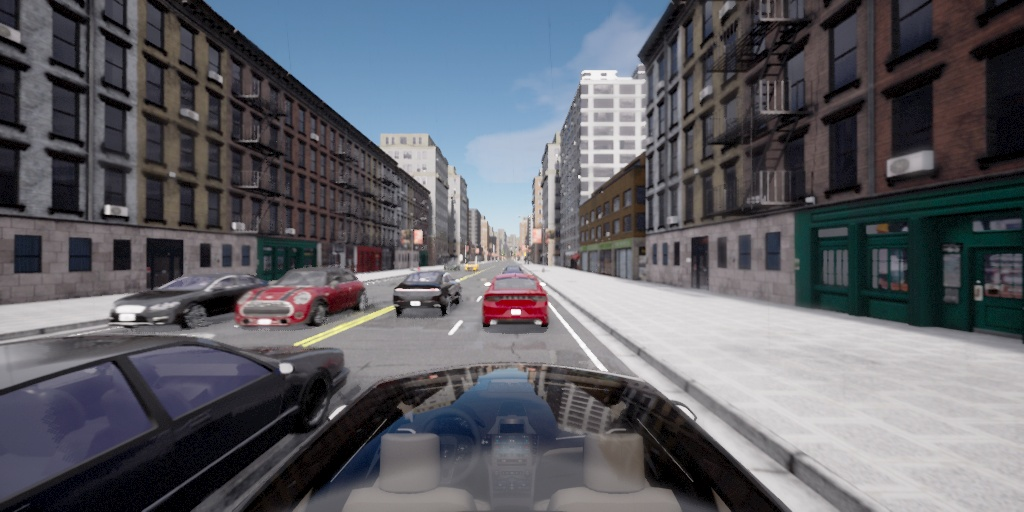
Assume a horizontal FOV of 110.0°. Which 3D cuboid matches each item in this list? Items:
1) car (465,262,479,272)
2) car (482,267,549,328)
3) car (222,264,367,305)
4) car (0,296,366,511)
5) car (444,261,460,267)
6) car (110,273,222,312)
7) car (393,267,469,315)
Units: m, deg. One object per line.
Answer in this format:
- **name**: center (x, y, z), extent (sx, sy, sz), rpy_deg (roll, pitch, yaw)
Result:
- **car**: center (-6.486, 1.710, 58.234), extent (1.882, 1.535, 5.008), rpy_deg (0, -1, 0)
- **car**: center (0.104, 1.309, 11.771), extent (1.882, 1.535, 5.008), rpy_deg (0, 0, 0)
- **car**: center (-6.599, 1.184, 11.813), extent (2.097, 1.767, 4.553), rpy_deg (0, 0, 0)
- **car**: center (-3.145, 1.304, 2.498), extent (2.033, 1.411, 5.357), rpy_deg (0, 0, 0)
- **car**: center (-9.735, 1.584, 58.445), extent (2.097, 1.767, 4.553), rpy_deg (0, 0, 0)
- **car**: center (-9.849, 1.322, 11.632), extent (2.128, 1.511, 4.902), rpy_deg (0, 0, 0)
- **car**: center (-3.149, 1.344, 14.103), extent (2.128, 1.511, 4.902), rpy_deg (0, 0, 0)
